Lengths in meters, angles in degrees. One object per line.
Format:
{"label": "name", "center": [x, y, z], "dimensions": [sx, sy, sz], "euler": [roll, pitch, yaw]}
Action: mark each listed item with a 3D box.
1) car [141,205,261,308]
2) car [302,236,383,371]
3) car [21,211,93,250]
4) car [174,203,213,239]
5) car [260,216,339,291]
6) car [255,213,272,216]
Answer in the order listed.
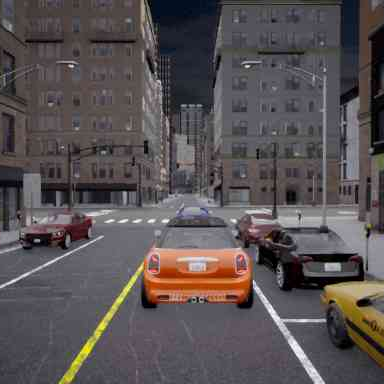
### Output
{"label": "car", "center": [0.099, 1.350, 8.051], "dimensions": [2.097, 1.767, 4.553], "euler": [0, 0, 0]}
{"label": "car", "center": [2.867, 1.524, 3.437], "dimensions": [1.752, 1.417, 4.829], "euler": [-1, 0, 0]}
{"label": "car", "center": [-5.675, 1.540, 14.438], "dimensions": [1.887, 1.381, 4.507], "euler": [-1, 0, 0]}
{"label": "car", "center": [0.105, 1.472, 18.339], "dimensions": [1.882, 1.535, 5.008], "euler": [0, 0, 1]}
{"label": "car", "center": [2.869, 1.563, 8.854], "dimensions": [1.947, 1.339, 4.313], "euler": [-1, 0, 0]}
{"label": "car", "center": [2.870, 1.577, 14.439], "dimensions": [1.802, 1.307, 4.206], "euler": [-1, 0, 0]}
